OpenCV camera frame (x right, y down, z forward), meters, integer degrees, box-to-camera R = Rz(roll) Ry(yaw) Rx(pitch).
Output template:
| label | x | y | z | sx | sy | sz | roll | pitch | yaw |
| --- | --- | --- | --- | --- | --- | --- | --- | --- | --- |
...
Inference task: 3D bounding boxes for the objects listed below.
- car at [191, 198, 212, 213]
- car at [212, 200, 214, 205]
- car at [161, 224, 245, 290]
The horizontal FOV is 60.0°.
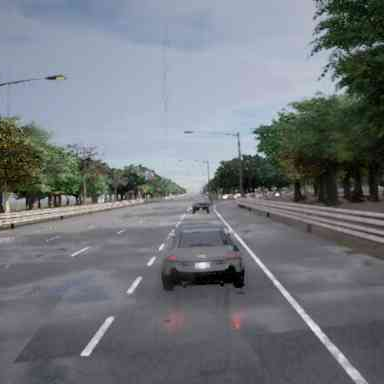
| label | x | y | z | sx | sy | sz | roll | pitch | yaw |
| --- | --- | --- | --- | --- | --- | --- | --- | --- | --- |
| car | 1.017 | 1.638 | 39.077 | 1.837 | 1.490 | 4.892 | -3 | 0 | 2 |
| car | 2.556 | 1.685 | 56.624 | 2.033 | 1.411 | 5.357 | -3 | 0 | 11 |
| car | 0.282 | 1.596 | 9.337 | 1.994 | 1.385 | 4.181 | -3 | 0 | 1 |
